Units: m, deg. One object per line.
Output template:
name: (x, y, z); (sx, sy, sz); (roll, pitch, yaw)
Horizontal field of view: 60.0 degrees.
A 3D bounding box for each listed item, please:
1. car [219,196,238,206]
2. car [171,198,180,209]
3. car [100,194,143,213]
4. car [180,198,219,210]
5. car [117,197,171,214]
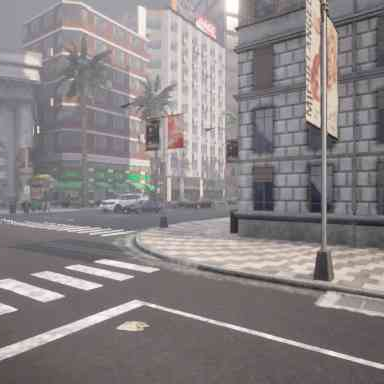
car: (5.995, 1.490, 54.729); (4.902, 1.511, 2.128); (0, 0, -43)
car: (-1.798, 1.526, 45.870); (1.812, 1.442, 4.674); (0, 0, 37)
car: (-7.799, 1.221, 37.868); (2.150, 2.045, 5.566); (0, 0, 36)
car: (1.110, 1.478, 43.955); (1.882, 1.535, 5.008); (0, 0, 38)
car: (-5.085, 1.547, 35.674); (2.033, 1.411, 5.357); (0, 0, 36)
